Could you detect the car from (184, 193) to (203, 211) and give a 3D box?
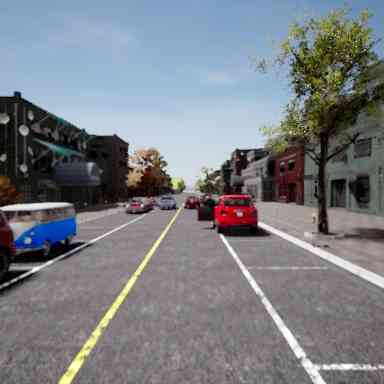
[{"bbox_3d":[0.055,1.291,45.352,2.097,1.767,4.553,0,0,0],"label":"car"}]

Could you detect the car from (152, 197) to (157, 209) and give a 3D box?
[{"bbox_3d":[-5.695,1.491,40.230,1.887,1.381,4.507,-1,0,0],"label":"car"}]

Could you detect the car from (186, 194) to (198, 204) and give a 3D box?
[{"bbox_3d":[-0.004,1.271,60.938,2.097,1.767,4.553,0,0,0],"label":"car"}]

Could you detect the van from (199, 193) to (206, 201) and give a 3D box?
[{"bbox_3d":[2.680,1.227,84.619,1.690,1.788,3.998,-1,0,0],"label":"van"}]

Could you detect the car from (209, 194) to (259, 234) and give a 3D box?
[{"bbox_3d":[2.393,1.196,19.348,2.150,2.045,5.566,0,0,0],"label":"car"}]

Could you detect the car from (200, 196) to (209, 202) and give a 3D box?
[{"bbox_3d":[2.683,1.484,73.523,1.802,1.307,4.206,-1,0,0],"label":"car"}]

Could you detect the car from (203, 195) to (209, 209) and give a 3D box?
[{"bbox_3d":[2.684,1.498,51.329,1.947,1.339,4.313,-1,0,0],"label":"car"}]

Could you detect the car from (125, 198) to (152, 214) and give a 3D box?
[{"bbox_3d":[-5.697,1.394,34.682,1.967,1.590,4.097,-1,0,0],"label":"car"}]

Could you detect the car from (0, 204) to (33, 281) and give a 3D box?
[{"bbox_3d":[-5.696,1.306,6.940,2.192,1.841,5.009,-1,0,0],"label":"car"}]

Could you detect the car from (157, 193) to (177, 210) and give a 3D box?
[{"bbox_3d":[-3.087,1.295,42.092,2.097,1.767,4.553,0,0,0],"label":"car"}]

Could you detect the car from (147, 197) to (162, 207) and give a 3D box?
[{"bbox_3d":[-5.696,1.513,51.327,1.802,1.307,4.206,-1,0,0],"label":"car"}]

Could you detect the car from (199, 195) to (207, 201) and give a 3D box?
[{"bbox_3d":[2.683,1.419,79.241,1.752,1.417,4.829,-1,0,0],"label":"car"}]

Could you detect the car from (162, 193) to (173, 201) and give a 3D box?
[{"bbox_3d":[-5.700,1.208,79.068,2.192,1.841,5.009,-1,0,0],"label":"car"}]

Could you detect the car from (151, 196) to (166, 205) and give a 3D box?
[{"bbox_3d":[-5.697,1.475,56.875,2.008,1.369,4.403,-1,0,0],"label":"car"}]

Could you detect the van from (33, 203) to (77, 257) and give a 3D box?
[{"bbox_3d":[-5.697,1.325,12.488,1.690,1.788,3.998,-1,0,0],"label":"van"}]
